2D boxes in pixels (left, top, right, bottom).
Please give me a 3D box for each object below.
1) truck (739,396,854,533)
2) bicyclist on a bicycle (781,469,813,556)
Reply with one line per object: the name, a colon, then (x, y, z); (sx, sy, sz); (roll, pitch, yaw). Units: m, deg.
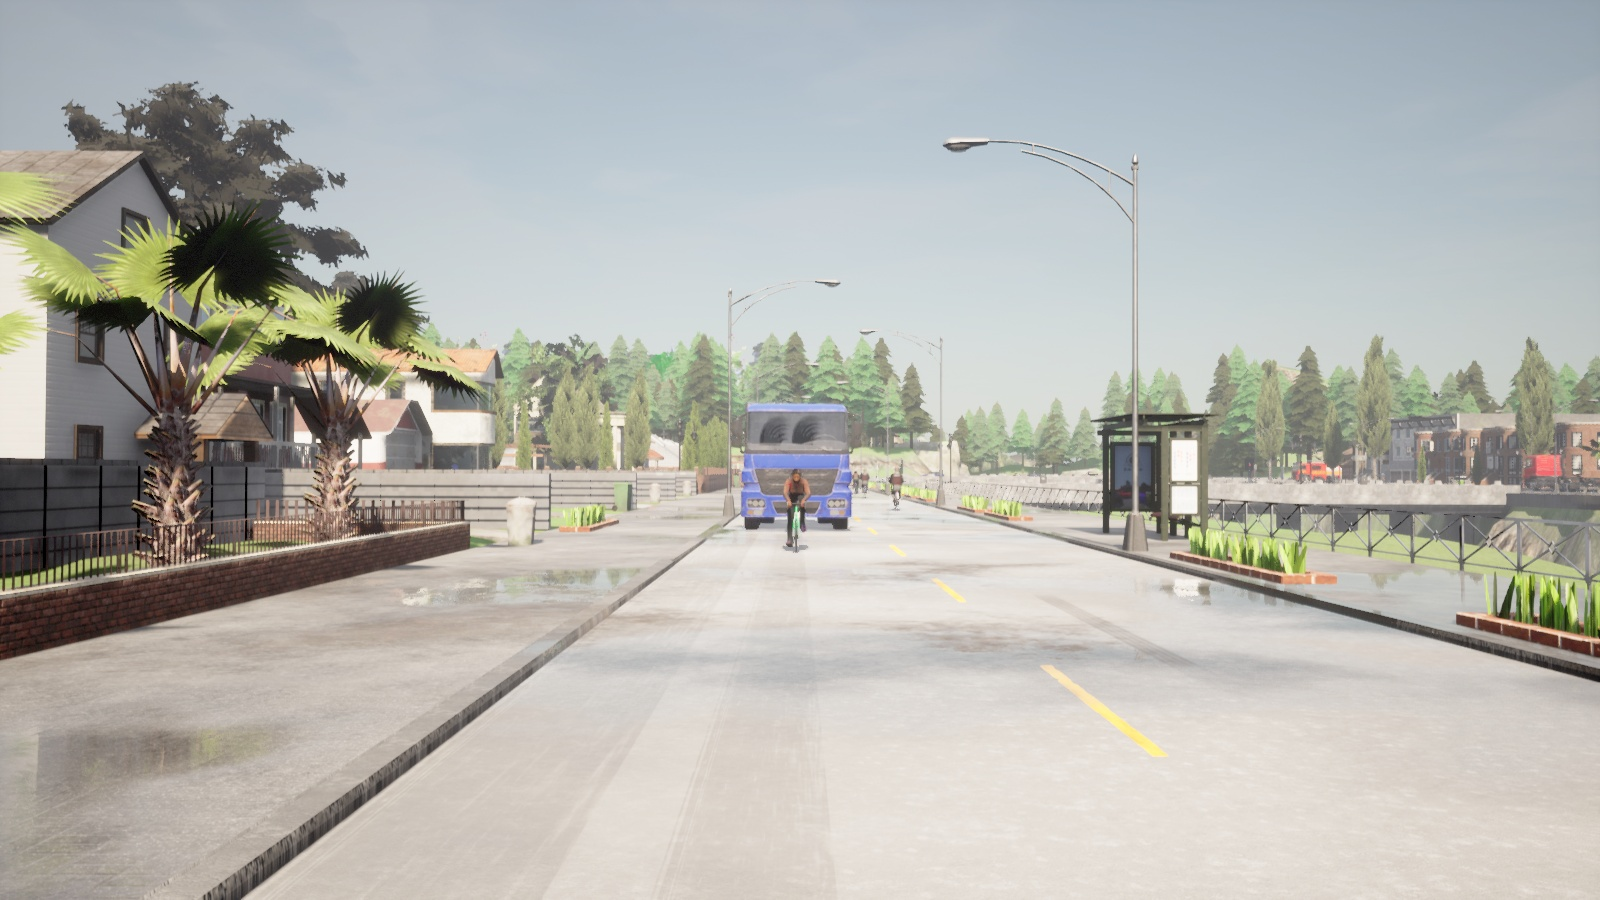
truck: (-0.094, 0.442, 35.816); (2.891, 3.462, 7.936); (0, -1, 0)
bicyclist on a bicycle: (-0.061, 1.180, 24.223); (0.582, 1.620, 1.656); (0, -1, 0)
